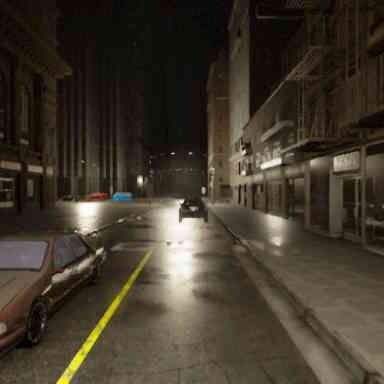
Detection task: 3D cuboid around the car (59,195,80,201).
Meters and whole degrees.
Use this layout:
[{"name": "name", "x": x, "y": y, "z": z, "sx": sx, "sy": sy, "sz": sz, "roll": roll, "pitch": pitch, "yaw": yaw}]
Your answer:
[{"name": "car", "x": -26.008, "y": 1.316, "z": 70.617, "sx": 4.313, "sy": 1.339, "sz": 1.947, "roll": 0, "pitch": 0, "yaw": -1}]

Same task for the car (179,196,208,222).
[{"name": "car", "x": 0.102, "y": 1.210, "z": 25.020, "sx": 2.097, "sy": 1.767, "sz": 4.553, "roll": 0, "pitch": 0, "yaw": 0}]

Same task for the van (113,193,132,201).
[{"name": "van", "x": -14.728, "y": 1.095, "z": 70.789, "sx": 3.998, "sy": 1.788, "sz": 1.690, "roll": 0, "pitch": 0, "yaw": -1}]

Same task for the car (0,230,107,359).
[{"name": "car", "x": -3.101, "y": 1.498, "z": 6.430, "sx": 2.033, "sy": 1.411, "sz": 5.357, "roll": 0, "pitch": 0, "yaw": 0}]

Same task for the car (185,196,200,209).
[{"name": "car", "x": 0.100, "y": 1.274, "z": 43.486, "sx": 1.882, "sy": 1.535, "sz": 5.008, "roll": 0, "pitch": 0, "yaw": 0}]

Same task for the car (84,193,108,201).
[{"name": "car", "x": -20.368, "y": 1.068, "z": 70.702, "sx": 5.009, "sy": 1.841, "sz": 2.192, "roll": 0, "pitch": 0, "yaw": -1}]
